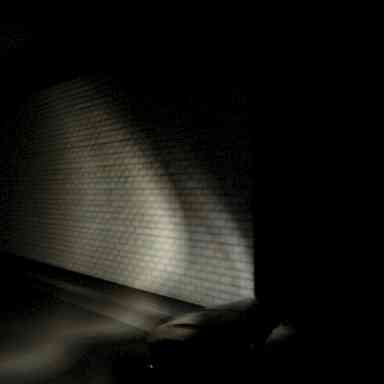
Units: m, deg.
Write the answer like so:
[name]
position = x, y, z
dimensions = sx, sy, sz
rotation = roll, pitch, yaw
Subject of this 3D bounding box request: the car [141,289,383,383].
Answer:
[car]
position = 1.775, 1.503, 2.397
dimensions = 5.008, 1.535, 1.882
rotation = 0, 0, 38
